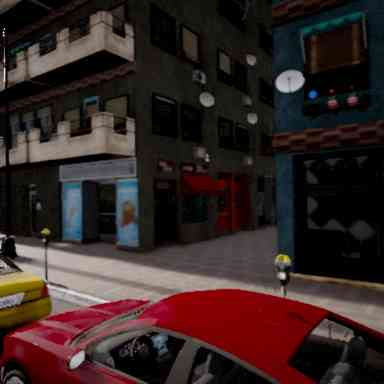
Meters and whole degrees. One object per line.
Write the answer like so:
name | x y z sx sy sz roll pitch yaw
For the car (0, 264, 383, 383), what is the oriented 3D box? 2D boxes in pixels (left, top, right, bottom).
car | 0.110 1.548 2.813 4.507 1.381 1.887 0 -1 36

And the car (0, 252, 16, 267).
car | -4.526 1.540 6.120 4.829 1.417 1.752 0 -1 36
